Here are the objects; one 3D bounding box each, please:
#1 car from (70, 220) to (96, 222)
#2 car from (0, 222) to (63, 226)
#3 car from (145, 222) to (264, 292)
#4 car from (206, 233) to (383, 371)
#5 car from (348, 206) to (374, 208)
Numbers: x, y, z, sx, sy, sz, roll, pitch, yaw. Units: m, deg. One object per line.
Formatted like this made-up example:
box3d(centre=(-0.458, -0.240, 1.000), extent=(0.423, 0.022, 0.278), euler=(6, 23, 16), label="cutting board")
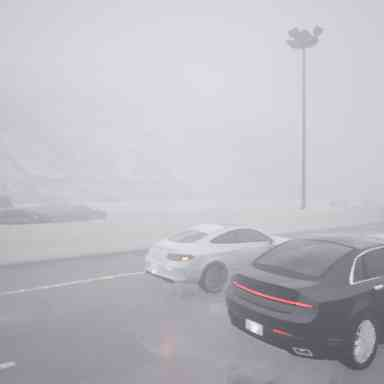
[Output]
box3d(centre=(-8.570, 1.599, 23.673), extent=(4.718, 1.301, 1.895), euler=(0, 0, -35), label="car")
box3d(centre=(-8.721, 1.504, 14.968), extent=(4.892, 1.490, 1.837), euler=(0, 0, -35), label="car")
box3d(centre=(1.031, 1.526, 8.780), extent=(4.674, 1.442, 1.812), euler=(0, 0, -35), label="car")
box3d(centre=(2.780, 1.505, 5.727), extent=(4.892, 1.490, 1.837), euler=(0, 0, -36), label="car")
box3d(centre=(20.618, 1.527, 40.207), extent=(4.674, 1.442, 1.812), euler=(0, 0, -36), label="car")
